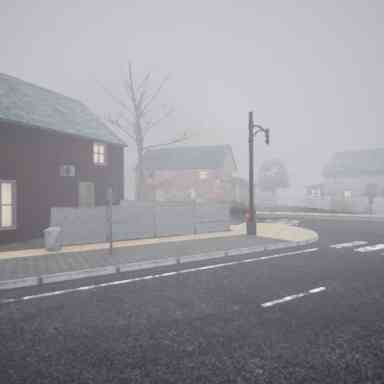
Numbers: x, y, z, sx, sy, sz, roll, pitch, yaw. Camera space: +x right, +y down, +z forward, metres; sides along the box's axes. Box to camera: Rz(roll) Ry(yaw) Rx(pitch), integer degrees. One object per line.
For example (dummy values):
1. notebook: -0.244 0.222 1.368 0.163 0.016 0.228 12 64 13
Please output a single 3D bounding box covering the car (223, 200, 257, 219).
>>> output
1. car: 2.914 1.375 26.969 4.674 1.442 1.812 0 0 22
